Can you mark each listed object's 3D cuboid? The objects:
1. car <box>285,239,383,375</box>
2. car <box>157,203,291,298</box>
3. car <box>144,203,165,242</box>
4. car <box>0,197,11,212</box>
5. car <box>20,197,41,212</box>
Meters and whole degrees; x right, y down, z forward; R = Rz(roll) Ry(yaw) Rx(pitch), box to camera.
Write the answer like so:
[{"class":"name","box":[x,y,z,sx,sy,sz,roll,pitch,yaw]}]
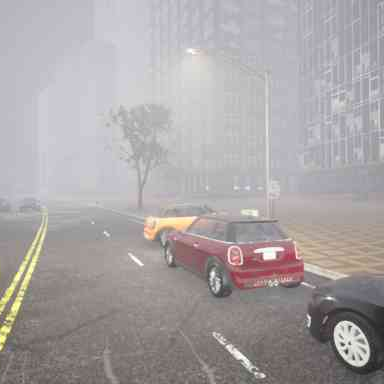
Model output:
[{"class":"car","box":[3.584,1.505,3.473,1.837,1.490,4.892,0,0,-36]},{"class":"car","box":[0.812,1.354,8.925,2.097,1.767,4.553,0,0,-23]},{"class":"car","box":[0.219,1.276,14.647,4.553,1.767,2.097,-3,1,-18]},{"class":"car","box":[-22.069,1.387,37.989,2.097,1.767,4.553,0,0,-24]},{"class":"car","box":[-19.109,1.390,39.331,2.097,1.767,4.553,0,0,-24]}]
